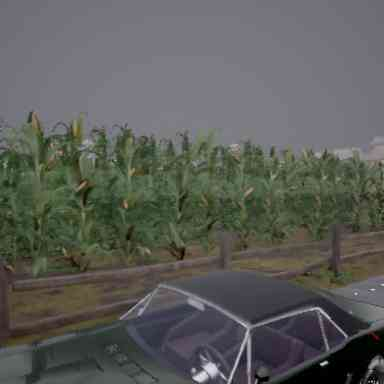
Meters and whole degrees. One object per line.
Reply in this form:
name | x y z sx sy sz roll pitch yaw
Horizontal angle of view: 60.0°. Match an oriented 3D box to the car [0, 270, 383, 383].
car | 0.150 1.592 3.173 4.718 1.301 1.895 0 0 -35
